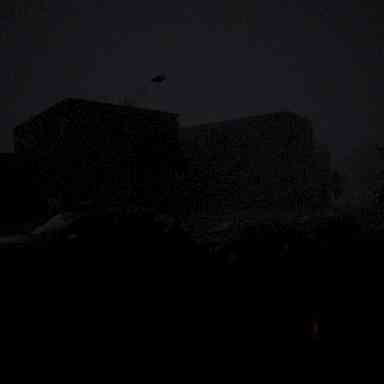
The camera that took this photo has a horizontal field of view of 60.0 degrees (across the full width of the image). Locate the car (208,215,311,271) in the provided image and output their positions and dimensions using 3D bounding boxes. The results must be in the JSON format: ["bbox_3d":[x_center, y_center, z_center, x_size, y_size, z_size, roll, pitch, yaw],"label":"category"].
[{"bbox_3d":[1.813,1.694,11.958,4.892,1.521,2.231,1,2,-40],"label":"car"}]

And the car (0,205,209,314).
[{"bbox_3d":[-2.585,1.412,8.452,5.566,2.045,2.435,1,2,-38],"label":"car"}]

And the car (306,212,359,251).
[{"bbox_3d":[6.066,1.725,15.588,4.892,1.521,2.231,1,2,-40],"label":"car"}]
